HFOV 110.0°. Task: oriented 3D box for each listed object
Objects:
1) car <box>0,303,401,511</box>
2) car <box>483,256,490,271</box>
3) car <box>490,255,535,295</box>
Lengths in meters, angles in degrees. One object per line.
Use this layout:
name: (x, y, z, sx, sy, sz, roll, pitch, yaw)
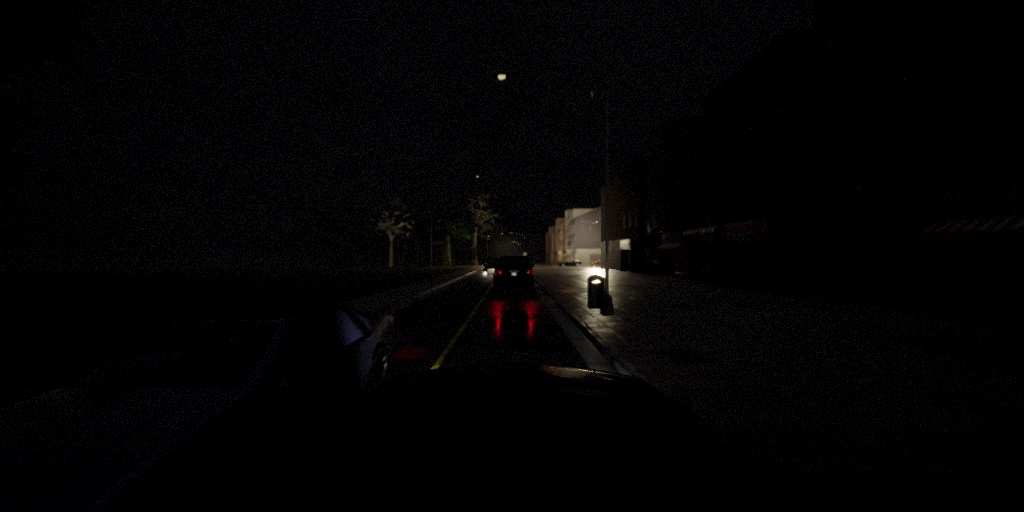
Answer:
car: (-2.849, 1.297, 4.006, 2.033, 1.411, 5.357, 0, 0, 0)
car: (-2.745, 1.059, 50.495, 2.150, 2.045, 5.566, 0, -1, 0)
car: (0.103, 0.989, 20.264, 2.150, 2.045, 5.566, 0, 0, 0)
